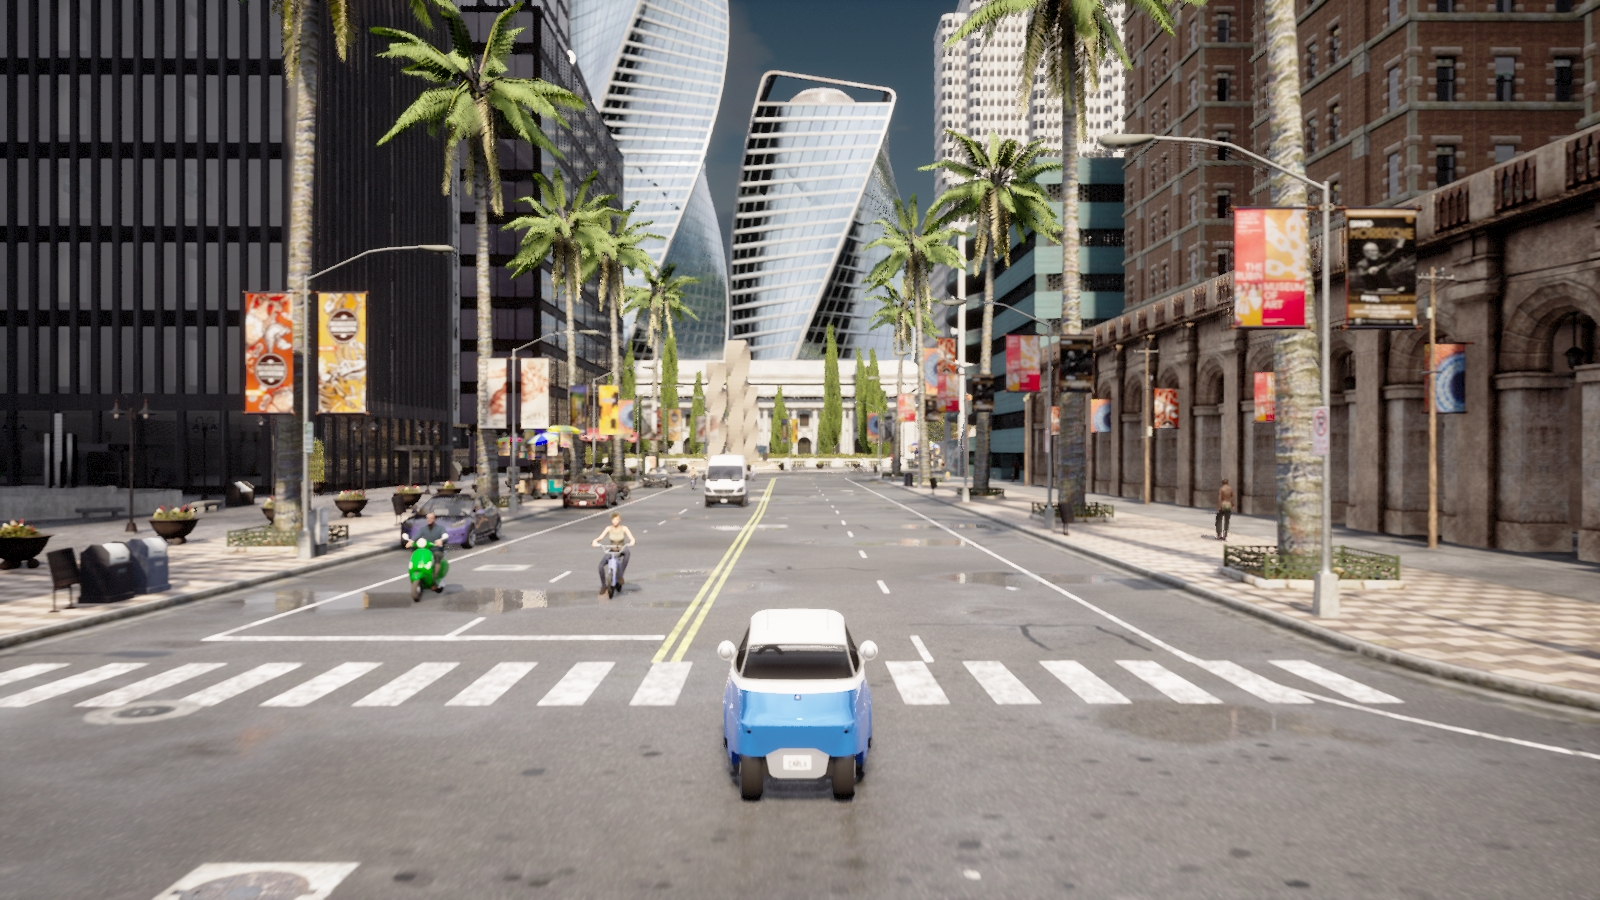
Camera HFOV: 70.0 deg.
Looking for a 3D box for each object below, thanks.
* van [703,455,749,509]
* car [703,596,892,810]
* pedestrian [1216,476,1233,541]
[{"bbox_3d":[-3.633,1.534,57.105,1.988,2.561,5.915,0,0,-1],"label":"van"},{"bbox_3d":[-0.021,2.120,10.039,1.481,1.376,2.207,0,0,0],"label":"car"},{"bbox_3d":[12.310,1.697,33.132,0.375,1.860,0.375,0,0,1],"label":"pedestrian"}]
